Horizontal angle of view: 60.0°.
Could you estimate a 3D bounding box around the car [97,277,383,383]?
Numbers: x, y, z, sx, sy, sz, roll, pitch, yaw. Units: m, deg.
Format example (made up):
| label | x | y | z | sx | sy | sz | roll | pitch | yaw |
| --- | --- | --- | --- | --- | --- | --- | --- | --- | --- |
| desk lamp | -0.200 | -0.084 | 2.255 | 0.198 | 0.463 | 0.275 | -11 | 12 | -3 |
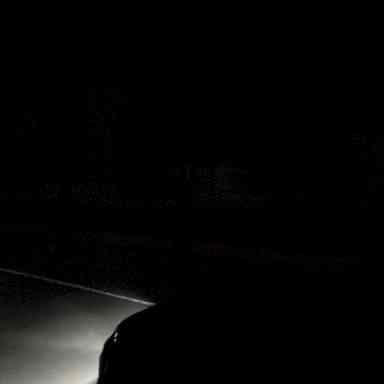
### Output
| label | x | y | z | sx | sy | sz | roll | pitch | yaw |
| --- | --- | --- | --- | --- | --- | --- | --- | --- | --- |
| car | 1.078 | 1.544 | 3.035 | 4.181 | 1.385 | 1.994 | 1 | 1 | 35 |
